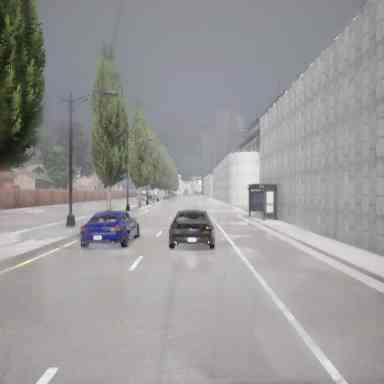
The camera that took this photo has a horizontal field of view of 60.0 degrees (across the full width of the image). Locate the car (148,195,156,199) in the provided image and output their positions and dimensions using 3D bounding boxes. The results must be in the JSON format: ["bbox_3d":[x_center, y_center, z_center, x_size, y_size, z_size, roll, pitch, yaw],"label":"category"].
[{"bbox_3d":[-11.500,1.413,94.678,1.994,1.385,4.181,0,0,0],"label":"car"}]

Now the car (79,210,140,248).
[{"bbox_3d":[-3.500,1.530,14.650,1.812,1.442,4.674,0,0,0],"label":"car"}]

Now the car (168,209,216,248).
[{"bbox_3d":[0.000,1.513,14.650,1.837,1.490,4.892,0,0,0],"label":"car"}]
